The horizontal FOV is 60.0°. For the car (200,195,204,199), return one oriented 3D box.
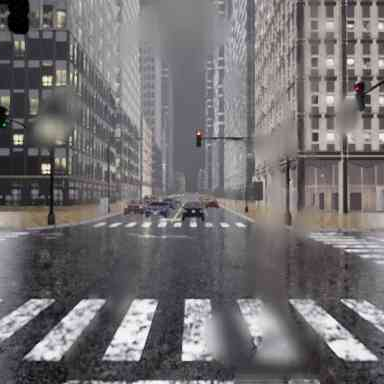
[{"bbox_3d":[2.701,1.536,56.463,1.752,1.417,4.829,1,0,0],"label":"car"}]

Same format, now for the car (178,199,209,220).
[{"bbox_3d":[0.098,1.552,28.276,2.033,1.411,5.357,0,0,0],"label":"car"}]

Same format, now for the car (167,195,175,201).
[{"bbox_3d":[-5.682,1.570,89.676,2.008,1.369,4.403,1,0,0],"label":"car"}]

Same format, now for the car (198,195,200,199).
[{"bbox_3d":[2.700,1.578,61.870,1.947,1.339,4.313,1,0,0],"label":"car"}]

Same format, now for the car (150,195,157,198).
[{"bbox_3d":[-5.674,1.324,45.075,2.192,1.841,5.009,1,0,0],"label":"car"}]

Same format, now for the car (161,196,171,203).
[{"bbox_3d":[-5.681,1.559,72.950,1.887,1.381,4.507,1,0,0],"label":"car"}]

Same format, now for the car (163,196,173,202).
[{"bbox_3d":[-5.681,1.567,78.525,2.008,1.369,4.403,1,0,0],"label":"car"}]

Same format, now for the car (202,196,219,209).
[{"bbox_3d":[2.700,1.591,45.137,1.802,1.307,4.206,1,0,0],"label":"car"}]

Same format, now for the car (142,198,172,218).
[{"bbox_3d":[-3.100,1.531,30.458,1.812,1.442,4.674,0,0,0],"label":"car"}]

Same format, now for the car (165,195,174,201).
[{"bbox_3d":[-5.681,1.562,84.100,1.887,1.381,4.507,1,0,0],"label":"car"}]

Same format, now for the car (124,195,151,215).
[{"bbox_3d":[-5.676,1.446,33.924,1.967,1.590,4.097,1,0,0],"label":"car"}]

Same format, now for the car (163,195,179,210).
[{"bbox_3d":[-3.096,1.513,43.439,1.837,1.490,4.892,0,0,0],"label":"car"}]

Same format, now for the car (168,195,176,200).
[{"bbox_3d":[-5.683,1.586,95.251,1.947,1.339,4.313,1,0,0],"label":"car"}]
